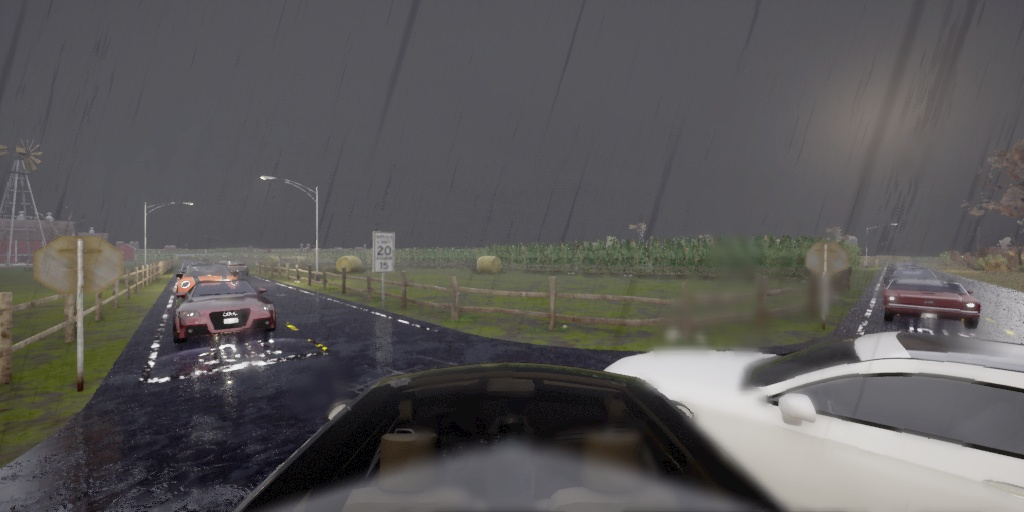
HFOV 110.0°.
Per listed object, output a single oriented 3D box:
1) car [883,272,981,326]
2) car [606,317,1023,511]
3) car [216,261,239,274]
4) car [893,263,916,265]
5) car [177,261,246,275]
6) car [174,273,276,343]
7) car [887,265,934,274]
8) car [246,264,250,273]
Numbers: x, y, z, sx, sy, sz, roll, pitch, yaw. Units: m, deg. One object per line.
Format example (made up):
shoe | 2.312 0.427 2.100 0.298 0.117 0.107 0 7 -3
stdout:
car | 13.412 1.398 11.651 4.718 1.301 1.895 0 1 -44
car | 2.819 1.293 2.489 1.812 1.442 4.674 0 1 -44
car | -34.107 1.325 42.897 1.837 1.490 4.892 0 0 -42
car | 27.122 1.402 24.600 4.181 1.385 1.994 0 1 -43
car | -13.869 1.148 16.401 2.097 1.767 4.553 0 0 -42
car | -8.031 1.359 9.973 1.994 1.385 4.181 0 0 -43
car | 20.427 1.364 18.282 5.357 1.411 2.033 0 1 -43
car | -27.316 1.300 35.504 2.128 1.511 4.902 0 0 -42
